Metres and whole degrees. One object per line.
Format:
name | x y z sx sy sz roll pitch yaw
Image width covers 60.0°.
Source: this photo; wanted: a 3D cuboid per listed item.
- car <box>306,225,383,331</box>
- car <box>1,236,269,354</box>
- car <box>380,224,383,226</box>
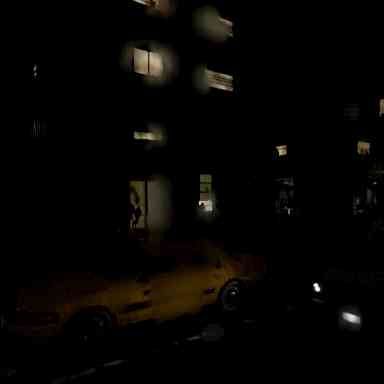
car | 4.616 1.547 6.656 5.357 1.411 2.033 0 0 -35
car | -0.686 1.525 6.068 4.829 1.417 1.752 0 0 -35
car | 8.461 1.550 12.566 4.403 1.369 2.008 0 0 -35
